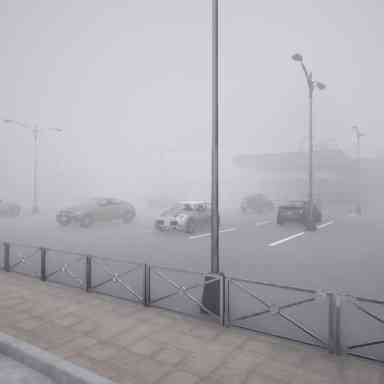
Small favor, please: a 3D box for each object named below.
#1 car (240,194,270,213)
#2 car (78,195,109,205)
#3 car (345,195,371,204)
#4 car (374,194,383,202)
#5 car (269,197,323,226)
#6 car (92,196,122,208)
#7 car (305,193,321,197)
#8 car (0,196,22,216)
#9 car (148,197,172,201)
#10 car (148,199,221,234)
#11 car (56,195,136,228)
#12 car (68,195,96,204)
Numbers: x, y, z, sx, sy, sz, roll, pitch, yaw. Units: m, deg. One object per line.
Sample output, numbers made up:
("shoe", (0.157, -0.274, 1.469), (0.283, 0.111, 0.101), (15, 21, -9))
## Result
("car", (6.538, 1.115, 33.164), (1.932, 1.855, 4.605), (0, 0, 33))
("car", (-17.399, 1.353, 59.130), (2.152, 1.636, 5.027), (0, 0, 33))
("car", (32.856, 1.497, 65.952), (4.611, 1.667, 2.242), (0, 0, 33))
("car", (39.599, 1.329, 68.277), (3.866, 1.878, 1.905), (0, 0, 33))
("car", (6.796, 1.314, 20.985), (2.007, 1.523, 4.514), (0, 0, 33))
("car", (-11.761, 1.340, 46.190), (1.845, 1.501, 3.633), (0, 0, 33))
("car", (13.623, 1.094, 37.909), (1.905, 1.878, 3.866), (0, 0, 33))
("car", (-16.345, 1.097, 27.471), (1.905, 1.878, 3.866), (0, 0, 33))
("car", (-3.454, 1.317, 40.637), (2.007, 1.523, 4.514), (0, 0, 33))
("car", (-0.150, 1.249, 17.131), (1.970, 1.475, 3.806), (0, 0, 33))
("car", (-5.679, 1.171, 20.405), (2.152, 1.636, 5.027), (0, 0, 33))
("car", (-20.043, 1.363, 60.818), (2.007, 1.523, 4.514), (0, 0, 33))
